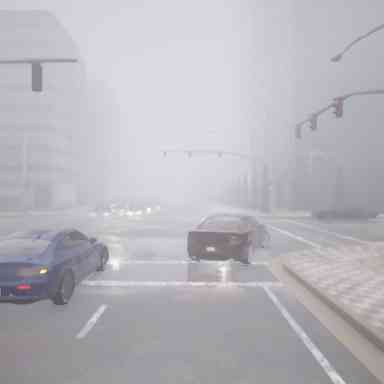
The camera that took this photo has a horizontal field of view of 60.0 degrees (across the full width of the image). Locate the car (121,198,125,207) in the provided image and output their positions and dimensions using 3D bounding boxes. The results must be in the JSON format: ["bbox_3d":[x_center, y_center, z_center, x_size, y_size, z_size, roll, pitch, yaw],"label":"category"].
[{"bbox_3d":[-10.584,1.692,50.257,2.128,1.511,4.902,0,0,0],"label":"car"}]

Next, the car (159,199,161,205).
[{"bbox_3d":[-7.001,1.854,63.720,1.895,1.301,4.718,0,0,0],"label":"car"}]

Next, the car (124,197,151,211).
[{"bbox_3d":[-7.093,1.667,44.122,2.128,1.511,4.902,0,0,0],"label":"car"}]

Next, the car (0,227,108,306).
[{"bbox_3d":[-3.408,1.557,7.986,1.812,1.442,4.674,0,0,0],"label":"car"}]

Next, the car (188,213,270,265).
[{"bbox_3d":[1.478,1.496,12.087,1.882,1.535,5.008,-1,0,22],"label":"car"}]

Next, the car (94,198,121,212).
[{"bbox_3d":[-10.595,1.668,41.030,1.837,1.490,4.892,0,0,0],"label":"car"}]

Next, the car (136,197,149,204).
[{"bbox_3d":[-10.494,1.759,70.642,1.882,1.535,5.008,0,0,0],"label":"car"}]

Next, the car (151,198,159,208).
[{"bbox_3d":[-7.074,1.704,53.429,2.128,1.511,4.902,0,0,0],"label":"car"}]

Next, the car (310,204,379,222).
[{"bbox_3d":[11.985,1.651,26.435,4.718,1.301,1.895,0,0,1],"label":"car"}]

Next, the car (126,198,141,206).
[{"bbox_3d":[-10.532,1.804,60.255,1.994,1.385,4.181,0,0,1],"label":"car"}]
